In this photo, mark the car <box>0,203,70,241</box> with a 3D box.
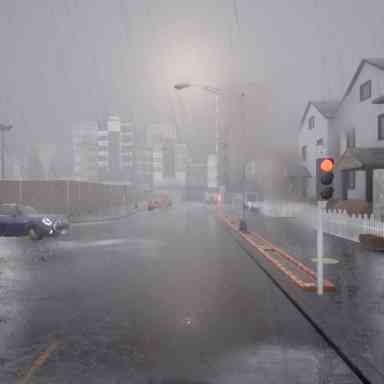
[{"bbox_3d":[-8.378,1.352,16.209,4.553,1.767,2.097,0,0,7],"label":"car"}]

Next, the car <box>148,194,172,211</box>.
[{"bbox_3d":[-4.079,1.221,41.202,2.150,2.045,5.566,0,0,0],"label":"car"}]
